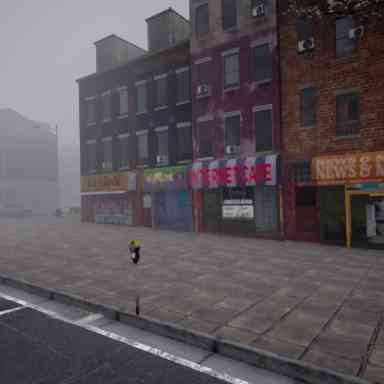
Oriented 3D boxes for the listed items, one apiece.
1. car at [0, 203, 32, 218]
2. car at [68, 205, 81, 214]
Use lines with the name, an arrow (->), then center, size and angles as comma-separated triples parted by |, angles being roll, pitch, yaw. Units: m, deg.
car -> -16.226, 1.631, 28.949 | 1.994, 1.385, 4.181 | -2, -1, 36
car -> -10.771, 1.609, 36.539 | 2.033, 1.411, 5.357 | -2, -1, 35
